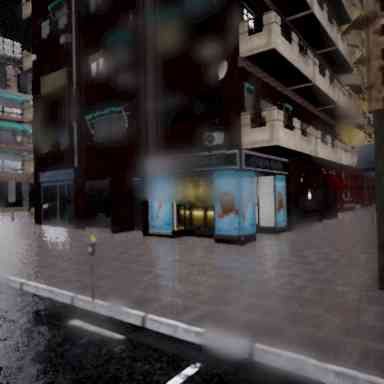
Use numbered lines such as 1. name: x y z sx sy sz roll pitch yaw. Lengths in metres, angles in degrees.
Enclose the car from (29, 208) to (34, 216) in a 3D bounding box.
1. car: -11.935 1.548 29.783 1.752 1.417 4.829 -1 0 36
